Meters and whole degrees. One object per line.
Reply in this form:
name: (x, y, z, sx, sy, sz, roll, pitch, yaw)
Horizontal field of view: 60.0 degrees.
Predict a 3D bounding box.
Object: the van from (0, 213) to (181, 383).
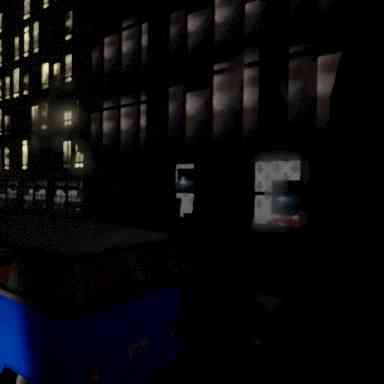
van: (-2.021, 1.245, 4.332, 3.998, 1.788, 1.690, 2, 1, 36)
